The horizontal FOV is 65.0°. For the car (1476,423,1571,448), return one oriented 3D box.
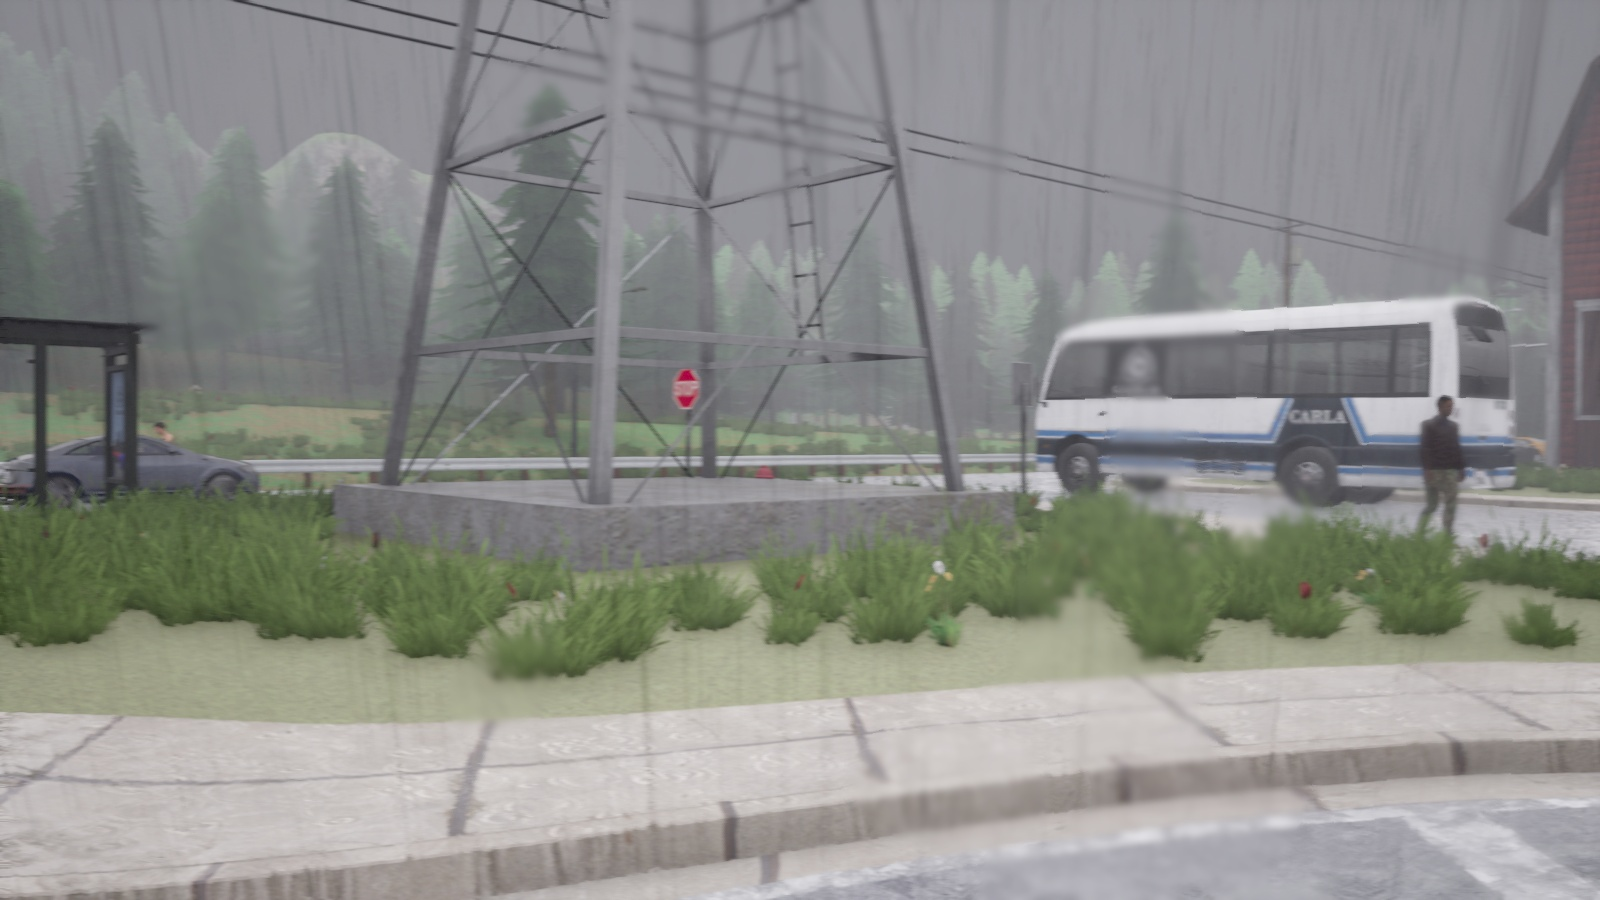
[{"bbox_3d":[46.925,-0.941,81.529,1.882,1.535,5.008,-1,1,-41],"label":"car"}]

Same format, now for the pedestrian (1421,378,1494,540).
[{"bbox_3d":[7.657,0.101,14.643,0.431,1.840,0.703,-1,1,-6],"label":"pedestrian"}]

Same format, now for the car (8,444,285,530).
[{"bbox_3d":[-11.985,0.608,23.170,4.181,1.385,1.994,-1,1,-40],"label":"car"}]

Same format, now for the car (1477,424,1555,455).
[{"bbox_3d":[36.311,-0.536,63.660,4.892,1.490,1.837,-1,1,-40],"label":"car"}]

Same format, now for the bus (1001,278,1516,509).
[{"bbox_3d":[9.815,-1.142,28.344,3.944,4.253,10.273,-1,2,-41],"label":"bus"}]
